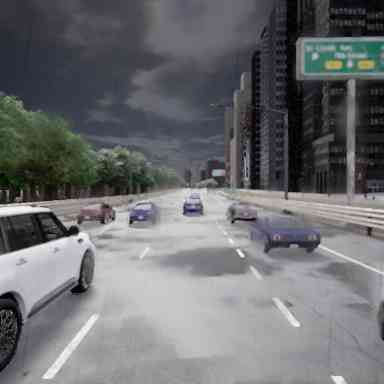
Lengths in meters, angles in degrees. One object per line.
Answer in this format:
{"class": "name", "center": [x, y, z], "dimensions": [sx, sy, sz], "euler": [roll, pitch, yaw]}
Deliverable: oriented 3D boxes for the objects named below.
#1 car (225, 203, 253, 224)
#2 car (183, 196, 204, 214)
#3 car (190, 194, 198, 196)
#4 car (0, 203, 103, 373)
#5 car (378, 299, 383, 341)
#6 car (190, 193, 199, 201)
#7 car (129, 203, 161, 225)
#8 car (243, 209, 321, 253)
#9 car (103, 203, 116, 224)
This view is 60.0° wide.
{"class": "car", "center": [3.572, 1.518, 24.621], "dimensions": [2.033, 1.411, 5.357], "euler": [0, 0, 0]}
{"class": "car", "center": [0.122, 1.440, 34.016], "dimensions": [2.163, 1.488, 4.792], "euler": [0, 0, 1]}
{"class": "car", "center": [0.464, 1.312, 56.923], "dimensions": [1.812, 1.442, 4.674], "euler": [0, 1, 1]}
{"class": "car", "center": [-3.394, 1.220, 5.666], "dimensions": [2.150, 2.045, 5.566], "euler": [0, 0, 0]}
{"class": "car", "center": [3.501, 1.504, 2.678], "dimensions": [1.837, 1.490, 4.892], "euler": [0, 0, 0]}
{"class": "car", "center": [0.601, 1.130, 73.709], "dimensions": [1.882, 1.535, 5.008], "euler": [0, 0, 1]}
{"class": "car", "center": [-3.329, 1.497, 24.004], "dimensions": [1.812, 1.442, 4.674], "euler": [0, 0, 0]}
{"class": "car", "center": [3.524, 1.592, 13.680], "dimensions": [1.895, 1.301, 4.718], "euler": [0, 0, 0]}
{"class": "car", "center": [-6.828, 1.497, 24.035], "dimensions": [1.812, 1.442, 4.674], "euler": [0, 0, 0]}
